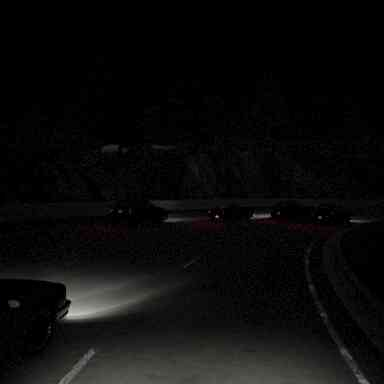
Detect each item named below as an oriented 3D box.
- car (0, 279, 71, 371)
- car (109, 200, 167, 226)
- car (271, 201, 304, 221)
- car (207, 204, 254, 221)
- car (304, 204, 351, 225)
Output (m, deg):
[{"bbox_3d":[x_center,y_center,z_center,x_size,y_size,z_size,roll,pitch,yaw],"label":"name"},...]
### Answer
[{"bbox_3d":[-3.131,1.522,3.015,2.033,1.411,5.357,0,0,6],"label":"car"},{"bbox_3d":[-3.679,1.317,23.561,2.097,1.767,4.553,1,0,29],"label":"car"},{"bbox_3d":[8.500,1.535,28.129,1.882,1.535,5.008,0,0,42],"label":"car"},{"bbox_3d":[3.283,1.618,27.423,1.895,1.301,4.718,0,0,37],"label":"car"},{"bbox_3d":[10.468,1.599,25.079,1.812,1.442,4.674,0,0,41],"label":"car"}]
